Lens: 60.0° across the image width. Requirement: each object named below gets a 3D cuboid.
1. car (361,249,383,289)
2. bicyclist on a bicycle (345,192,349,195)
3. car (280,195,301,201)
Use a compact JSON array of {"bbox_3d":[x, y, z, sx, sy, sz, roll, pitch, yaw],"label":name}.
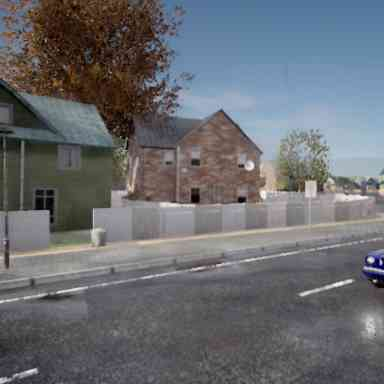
[{"bbox_3d":[6.079,1.560,7.877,4.718,1.301,1.895,0,0,-34],"label":"car"},{"bbox_3d":[20.167,0.831,43.370,1.656,1.620,0.582,1,1,-20],"label":"bicyclist on a bicycle"},{"bbox_3d":[13.368,0.874,44.988,1.837,1.490,4.892,1,1,-20],"label":"car"}]
